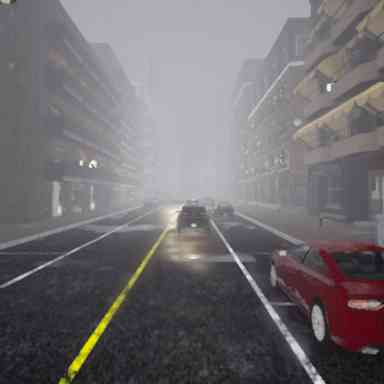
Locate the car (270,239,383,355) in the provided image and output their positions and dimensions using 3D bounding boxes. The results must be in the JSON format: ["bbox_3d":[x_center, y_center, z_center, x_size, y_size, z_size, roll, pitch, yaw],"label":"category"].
[{"bbox_3d":[2.690,1.542,6.178,1.887,1.381,4.507,0,0,0],"label":"car"}]

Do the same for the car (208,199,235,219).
[{"bbox_3d":[2.687,1.538,28.722,2.008,1.369,4.403,0,0,0],"label":"car"}]

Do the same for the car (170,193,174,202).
[{"bbox_3d":[-5.700,1.277,73.815,2.192,1.841,5.009,0,0,0],"label":"car"}]

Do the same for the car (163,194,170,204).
[{"bbox_3d":[-5.699,1.513,62.543,1.887,1.381,4.507,0,0,0],"label":"car"}]

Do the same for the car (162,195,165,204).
[{"bbox_3d":[-5.698,1.525,51.270,2.008,1.369,4.403,0,0,0],"label":"car"}]

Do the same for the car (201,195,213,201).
[{"bbox_3d":[2.684,1.500,51.437,1.752,1.417,4.829,0,0,0],"label":"car"}]

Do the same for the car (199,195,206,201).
[{"bbox_3d":[2.678,1.537,85.085,1.802,1.307,4.206,0,0,0],"label":"car"}]

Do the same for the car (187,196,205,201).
[{"bbox_3d":[0.094,1.529,38.318,2.033,1.411,5.357,0,0,0],"label":"car"}]

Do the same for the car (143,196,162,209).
[{"bbox_3d":[-5.696,1.529,45.633,2.008,1.369,4.403,0,0,0],"label":"car"}]

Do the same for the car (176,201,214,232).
[{"bbox_3d":[0.096,1.496,19.868,1.837,1.490,4.892,0,0,0],"label":"car"}]
